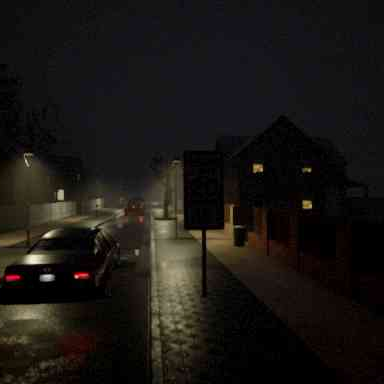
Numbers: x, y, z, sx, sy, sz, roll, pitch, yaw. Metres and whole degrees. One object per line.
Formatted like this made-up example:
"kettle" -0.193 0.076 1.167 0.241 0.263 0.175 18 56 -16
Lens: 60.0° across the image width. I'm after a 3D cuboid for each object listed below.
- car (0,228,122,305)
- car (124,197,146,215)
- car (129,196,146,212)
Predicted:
"car" -2.923 1.624 8.496 2.033 1.411 5.357 0 -1 -7
"car" -6.573 1.713 38.370 2.097 1.767 4.553 0 -1 -6
"car" -7.869 1.680 48.436 2.150 2.045 5.566 0 -1 -7
